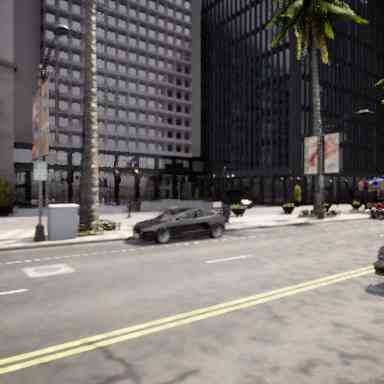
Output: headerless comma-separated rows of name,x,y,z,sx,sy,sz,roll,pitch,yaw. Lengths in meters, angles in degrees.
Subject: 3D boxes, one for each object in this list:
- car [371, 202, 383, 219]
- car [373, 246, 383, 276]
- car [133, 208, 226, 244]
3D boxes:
car,17.405,1.413,28.708,4.553,1.767,2.185,0,0,-36
car,6.873,1.570,8.740,5.357,1.411,2.033,0,0,-35
car,-0.493,1.521,16.032,4.786,1.482,2.161,0,0,-36
